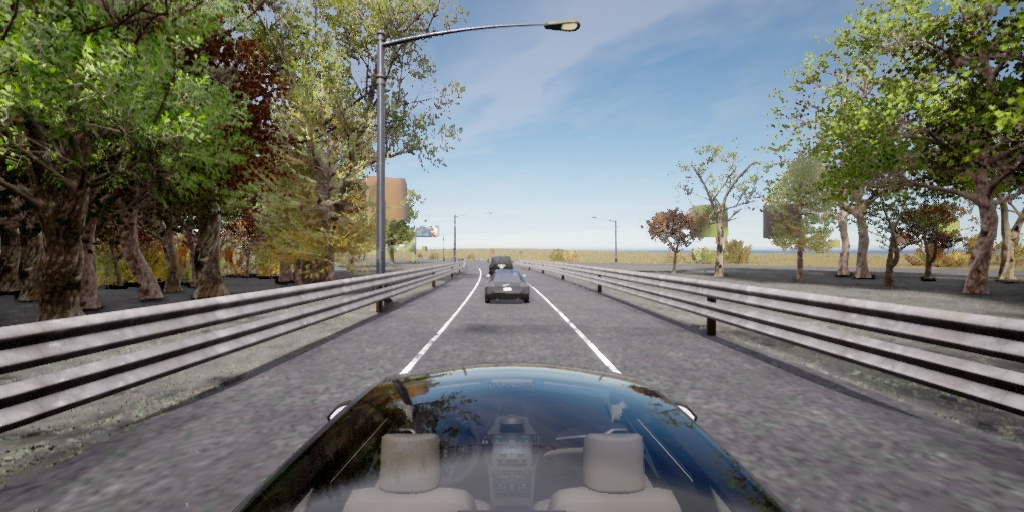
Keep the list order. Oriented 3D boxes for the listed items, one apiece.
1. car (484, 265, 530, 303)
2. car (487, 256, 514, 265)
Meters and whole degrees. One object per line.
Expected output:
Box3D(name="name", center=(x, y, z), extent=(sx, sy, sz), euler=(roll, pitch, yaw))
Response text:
Box3D(name="car", center=(-0.253, 1.316, 16.584), extent=(1.994, 1.385, 4.181), euler=(0, 0, -2))
Box3D(name="car", center=(-1.013, 1.000, 31.656), extent=(2.150, 2.045, 5.566), euler=(0, 0, -4))
